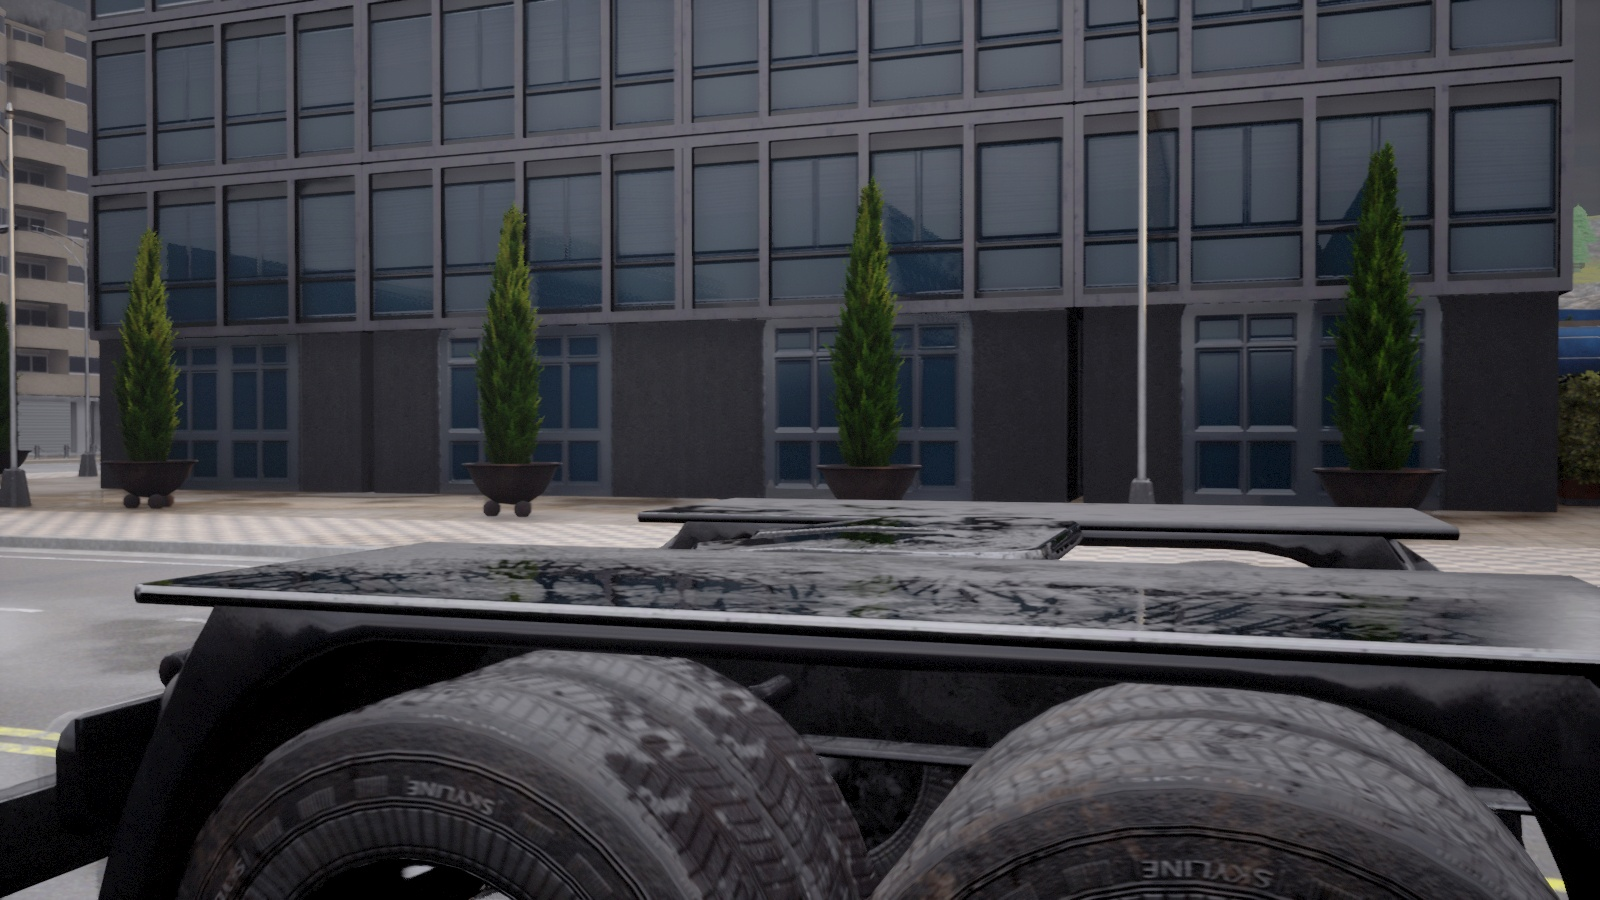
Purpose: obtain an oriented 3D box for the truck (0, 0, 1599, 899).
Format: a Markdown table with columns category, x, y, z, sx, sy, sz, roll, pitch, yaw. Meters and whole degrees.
| category | x | y | z | sx | sy | sz | roll | pitch | yaw |
| --- | --- | --- | --- | --- | --- | --- | --- | --- | --- |
| truck | 2.385 | -0.183 | 2.376 | 7.936 | 3.462 | 2.891 | 1 | 1 | 19 |
